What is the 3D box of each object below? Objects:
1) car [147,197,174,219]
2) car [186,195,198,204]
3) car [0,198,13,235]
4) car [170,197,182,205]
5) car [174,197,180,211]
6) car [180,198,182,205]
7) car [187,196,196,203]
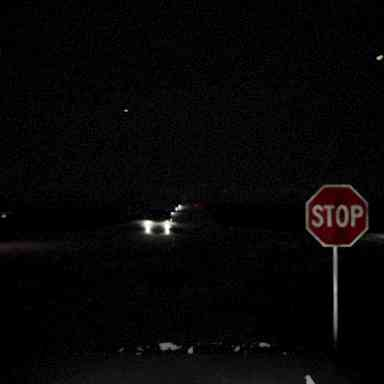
[{"bbox_3d":[-2.824,1.469,29.156,1.882,1.535,5.008,0,0,-2],"label":"car"},{"bbox_3d":[-0.026,1.338,60.996,2.097,1.767,4.553,0,0,0],"label":"car"},{"bbox_3d":[-11.928,1.301,16.610,5.566,2.045,2.150,-1,-2,5],"label":"car"},{"bbox_3d":[-2.861,1.588,59.556,1.895,1.301,4.718,0,0,0],"label":"car"},{"bbox_3d":[-2.873,1.539,38.966,2.033,1.411,5.357,0,0,0],"label":"car"},{"bbox_3d":[-2.869,1.538,49.239,2.033,1.411,5.357,0,0,0],"label":"car"},{"bbox_3d":[-0.068,1.532,71.201,1.994,1.385,4.181,0,0,0],"label":"car"}]
